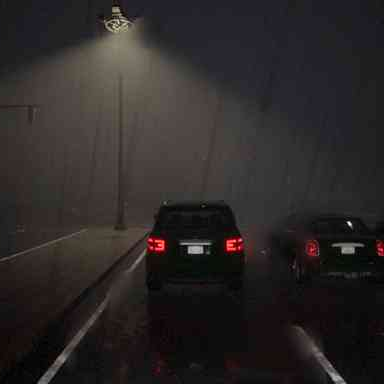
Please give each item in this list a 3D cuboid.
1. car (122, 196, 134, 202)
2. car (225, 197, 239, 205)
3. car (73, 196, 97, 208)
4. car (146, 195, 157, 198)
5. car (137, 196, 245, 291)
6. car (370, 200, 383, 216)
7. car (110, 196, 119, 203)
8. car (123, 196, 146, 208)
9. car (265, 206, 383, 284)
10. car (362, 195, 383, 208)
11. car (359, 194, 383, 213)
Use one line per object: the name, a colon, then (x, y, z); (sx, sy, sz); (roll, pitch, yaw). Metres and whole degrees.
car: (-15.061, 1.595, 77.981); (1.895, 1.301, 4.718); (0, 0, 0)
car: (7.053, 1.564, 58.866); (1.994, 1.385, 4.181); (0, 0, 0)
car: (-15.291, 1.351, 47.553); (2.097, 1.767, 4.553); (0, 0, 4)
car: (-8.115, 1.601, 60.707); (1.895, 1.301, 4.718); (0, 0, 0)
car: (0.072, 1.221, 9.156); (2.150, 2.045, 5.566); (0, 0, 0)
car: (20.725, 1.547, 32.627); (5.357, 1.411, 2.033); (0, 0, 1)
car: (-15.071, 1.564, 66.636); (1.994, 1.385, 4.181); (0, 0, 0)
car: (-8.129, 1.505, 46.699); (1.837, 1.490, 4.892); (0, 0, 0)
car: (3.571, 1.352, 9.723); (2.097, 1.767, 4.553); (0, 0, 0)
car: (7.071, 1.221, 8.849); (2.150, 2.045, 5.566); (0, 0, 0)
car: (21.514, 1.222, 36.117); (5.566, 2.045, 2.150); (0, 0, 1)
